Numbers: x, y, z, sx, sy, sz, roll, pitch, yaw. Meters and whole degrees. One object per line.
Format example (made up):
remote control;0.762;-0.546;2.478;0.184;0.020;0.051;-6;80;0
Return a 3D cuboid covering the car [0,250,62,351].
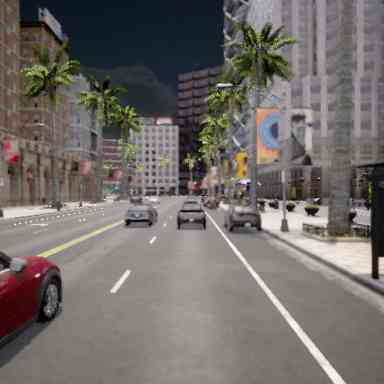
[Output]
car;-3.473;1.360;4.380;2.097;1.767;4.553;0;0;0

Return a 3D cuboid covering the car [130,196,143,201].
car;-10.745;1.520;64.370;1.882;1.535;5.008;0;0;1

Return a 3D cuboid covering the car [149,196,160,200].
car;-7.250;1.562;64.024;1.812;1.442;4.674;0;0;1

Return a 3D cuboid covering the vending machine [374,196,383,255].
vending machine;7.323;1.186;11.923;1.100;2.100;0.880;0;0;0

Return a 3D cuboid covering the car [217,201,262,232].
car;2.976;1.483;20.265;2.231;1.521;4.892;0;0;0

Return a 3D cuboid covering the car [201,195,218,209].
car;2.816;1.368;49.639;2.185;1.767;4.553;0;0;0

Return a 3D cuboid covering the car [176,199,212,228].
car;-0.025;1.500;22.411;2.128;1.511;4.902;0;0;0

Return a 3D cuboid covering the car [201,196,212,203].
car;2.997;1.535;71.570;2.161;1.482;4.786;0;0;0

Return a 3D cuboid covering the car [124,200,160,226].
car;-3.532;1.563;23.814;2.033;1.411;5.357;0;0;0
